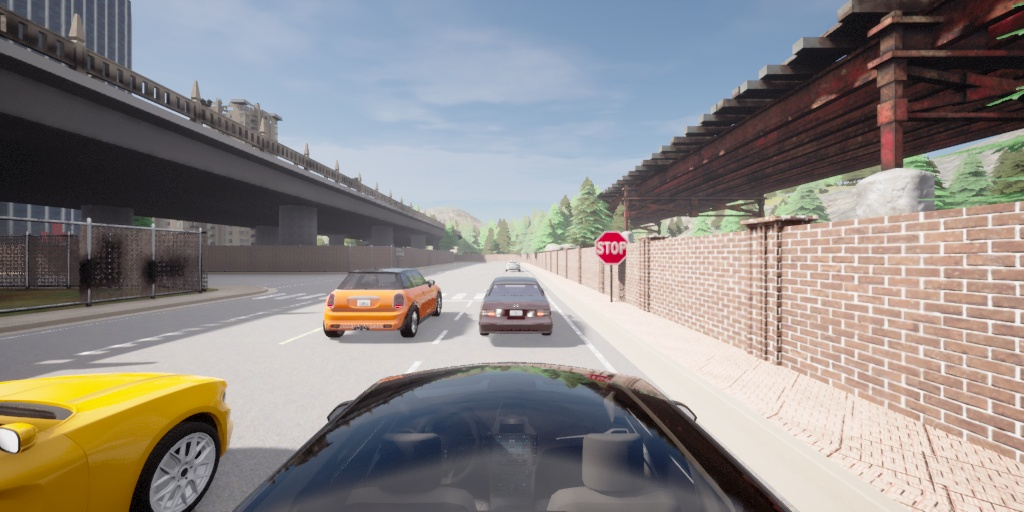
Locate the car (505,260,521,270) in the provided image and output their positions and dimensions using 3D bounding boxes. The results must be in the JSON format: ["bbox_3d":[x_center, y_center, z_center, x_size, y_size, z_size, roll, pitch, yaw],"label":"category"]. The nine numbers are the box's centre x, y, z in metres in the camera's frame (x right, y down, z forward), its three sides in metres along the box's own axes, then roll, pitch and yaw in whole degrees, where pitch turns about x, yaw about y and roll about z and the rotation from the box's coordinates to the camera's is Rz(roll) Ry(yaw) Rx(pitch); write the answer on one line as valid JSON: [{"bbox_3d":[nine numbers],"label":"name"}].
[{"bbox_3d":[0.125,1.275,46.264,1.812,1.442,4.674,0,0,-1],"label":"car"}]

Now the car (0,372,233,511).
[{"bbox_3d":[-3.398,1.228,1.114,1.882,1.535,5.008,0,0,0],"label":"car"}]

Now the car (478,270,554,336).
[{"bbox_3d":[0.090,1.297,10.390,2.033,1.411,5.357,0,0,0],"label":"car"}]

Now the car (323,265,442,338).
[{"bbox_3d":[-3.411,1.102,10.371,2.097,1.767,4.553,0,0,0],"label":"car"}]
